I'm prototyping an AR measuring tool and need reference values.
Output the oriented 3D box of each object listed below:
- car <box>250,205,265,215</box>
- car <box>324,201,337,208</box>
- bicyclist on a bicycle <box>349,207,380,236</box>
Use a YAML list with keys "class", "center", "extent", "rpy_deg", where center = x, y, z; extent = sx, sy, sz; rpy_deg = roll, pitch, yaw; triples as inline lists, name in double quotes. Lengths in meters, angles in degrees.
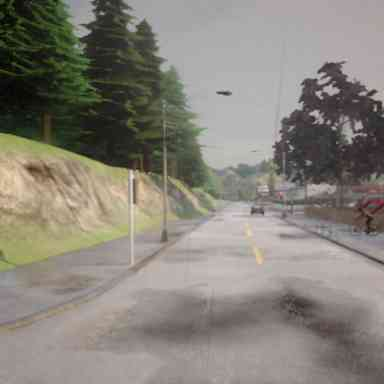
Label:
- class: "car"
  center: [9.551, 2.619, 48.544]
  extent: [1.812, 1.442, 4.674]
  rpy_deg: [-1, -1, 8]
- class: "car"
  center: [28.018, 2.591, 67.438]
  extent: [1.994, 1.381, 4.181]
  rpy_deg: [-1, -1, 8]
- class: "bicyclist on a bicycle"
  center: [9.679, 1.685, 18.718]
  extent: [1.656, 1.620, 0.582]
  rpy_deg: [-1, -1, 8]
